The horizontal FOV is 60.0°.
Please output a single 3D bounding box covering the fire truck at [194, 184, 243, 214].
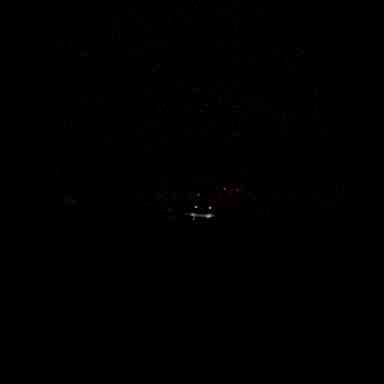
[{"bbox_3d":[3.824,0.848,45.257,2.891,3.827,8.468,1,0,35],"label":"fire truck"}]
